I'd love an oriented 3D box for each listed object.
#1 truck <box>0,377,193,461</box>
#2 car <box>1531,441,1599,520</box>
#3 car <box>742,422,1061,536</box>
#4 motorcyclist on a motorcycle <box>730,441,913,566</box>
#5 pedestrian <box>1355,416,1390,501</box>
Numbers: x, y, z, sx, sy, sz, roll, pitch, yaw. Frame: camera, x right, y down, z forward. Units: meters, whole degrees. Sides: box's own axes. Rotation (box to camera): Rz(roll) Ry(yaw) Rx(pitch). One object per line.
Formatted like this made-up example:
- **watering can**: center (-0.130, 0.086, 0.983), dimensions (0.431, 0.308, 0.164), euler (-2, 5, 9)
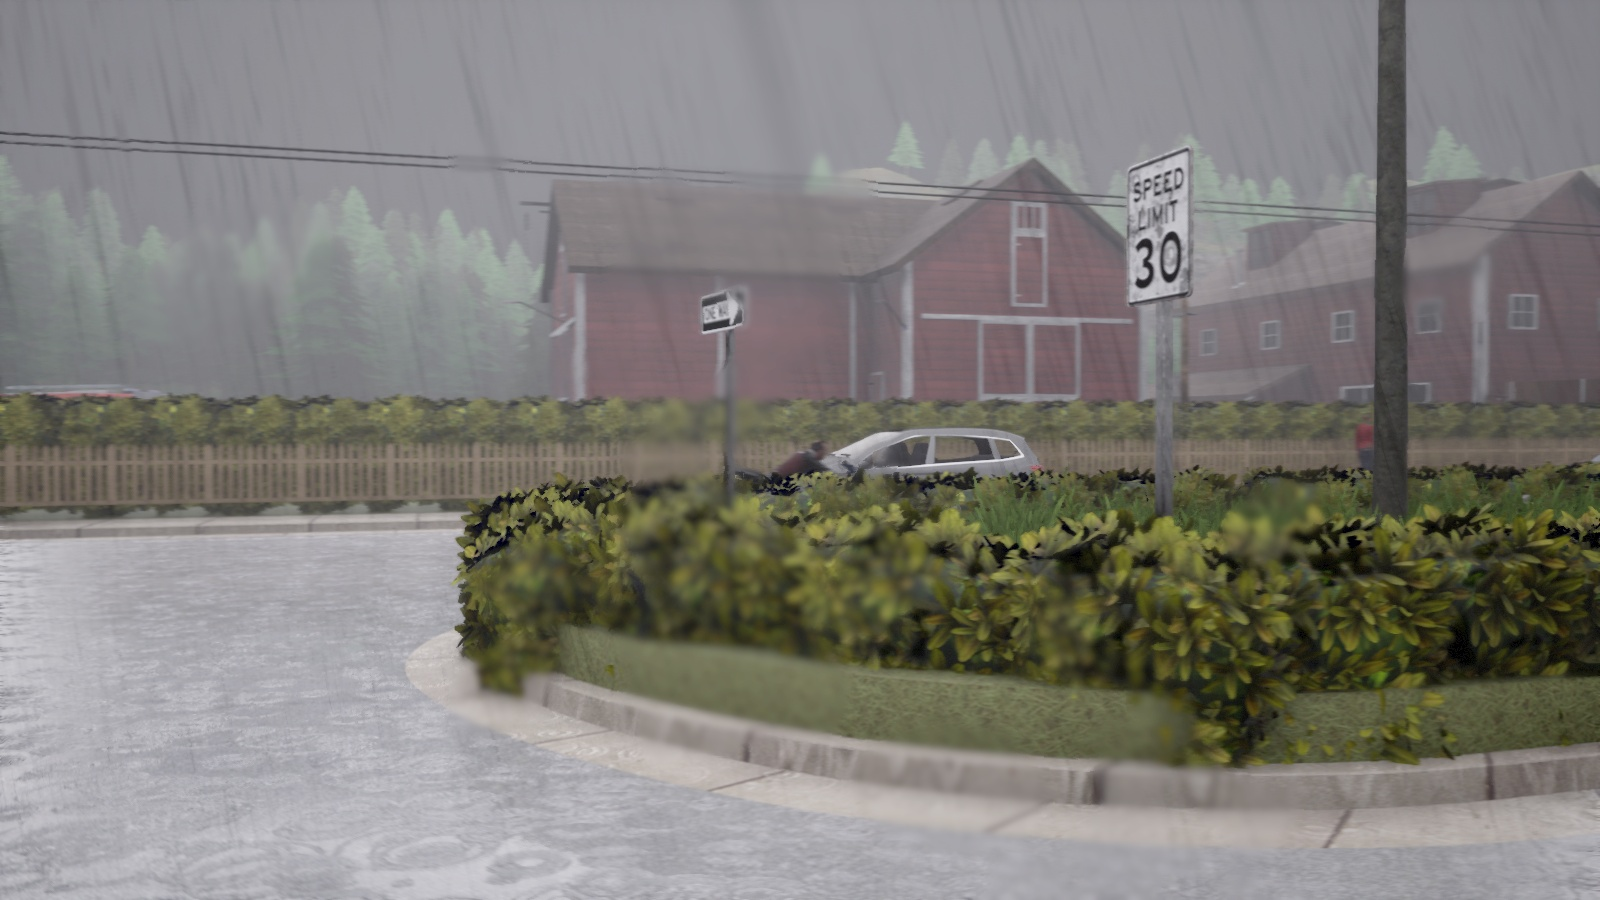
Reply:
- **truck**: center (-33.457, -1.427, 59.373), dimensions (8.468, 3.827, 2.891), euler (0, 0, 10)
- **car**: center (17.226, 0.576, 24.749), dimensions (4.792, 1.488, 2.163), euler (0, 1, -16)
- **car**: center (1.580, 0.413, 20.187), dimensions (4.611, 1.667, 2.242), euler (0, 1, -16)
- **motorcyclist on a motorcycle**: center (0.266, 0.651, 16.162), dimensions (2.191, 1.530, 0.866), euler (0, 1, -16)
- **pedestrian**: center (12.531, 0.175, 27.497), dimensions (0.636, 1.846, 0.331), euler (0, 1, -19)
